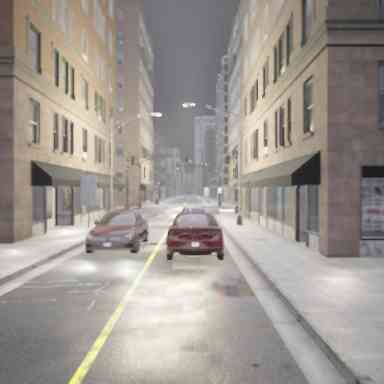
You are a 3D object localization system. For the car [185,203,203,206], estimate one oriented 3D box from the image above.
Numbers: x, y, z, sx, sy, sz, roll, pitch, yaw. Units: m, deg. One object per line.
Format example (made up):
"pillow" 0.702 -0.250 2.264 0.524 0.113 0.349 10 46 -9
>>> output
"car" 0.189 1.581 27.638 1.895 1.301 4.718 0 0 3

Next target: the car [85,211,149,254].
"car" -2.839 1.513 13.514 1.812 1.442 4.674 0 0 0

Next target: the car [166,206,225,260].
"car" 0.103 1.466 12.454 1.882 1.535 5.008 0 -1 0
